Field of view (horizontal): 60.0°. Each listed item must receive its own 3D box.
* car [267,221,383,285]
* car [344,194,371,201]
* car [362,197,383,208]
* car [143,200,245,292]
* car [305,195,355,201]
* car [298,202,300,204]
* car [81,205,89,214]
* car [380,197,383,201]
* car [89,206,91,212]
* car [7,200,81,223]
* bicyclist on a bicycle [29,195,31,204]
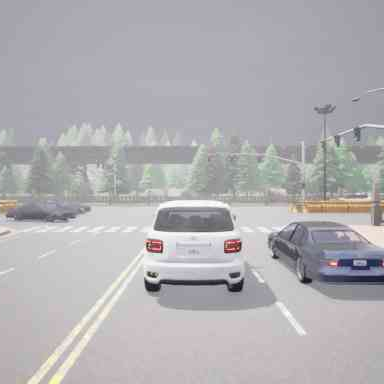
[{"bbox_3d":[3.576,1.547,9.550,2.033,1.411,5.357,0,0,0],"label":"car"},{"bbox_3d":[21.113,1.221,44.256,5.566,2.045,2.150,0,0,0],"label":"car"},{"bbox_3d":[27.319,1.505,47.727,4.892,1.490,1.837,0,0,0],"label":"car"},{"bbox_3d":[0.067,1.221,9.061,2.150,2.045,5.566,0,0,1],"label":"car"},{"bbox_3d":[16.671,1.491,40.779,4.902,1.511,2.128,0,0,0],"label":"car"},{"bbox_3d":[17.827,1.477,47.774,5.008,1.535,1.882,0,0,0],"label":"car"},{"bbox_3d":[-12.394,1.492,30.242,4.902,1.511,2.128,0,0,0],"label":"car"},{"bbox_3d":[26.174,1.478,40.734,5.008,1.535,1.882,0,0,0],"label":"car"},{"bbox_3d":[-13.090,1.547,33.745,5.357,1.411,2.033,0,0,0],"label":"car"},{"bbox_3d":[-11.490,1.547,25.277,5.357,1.411,2.033,0,0,21],"label":"car"},{"bbox_3d":[-27.018,1.301,55.805,0.582,1.620,1.656,0,0,0],"label":"bicyclist on a bicycle"}]
